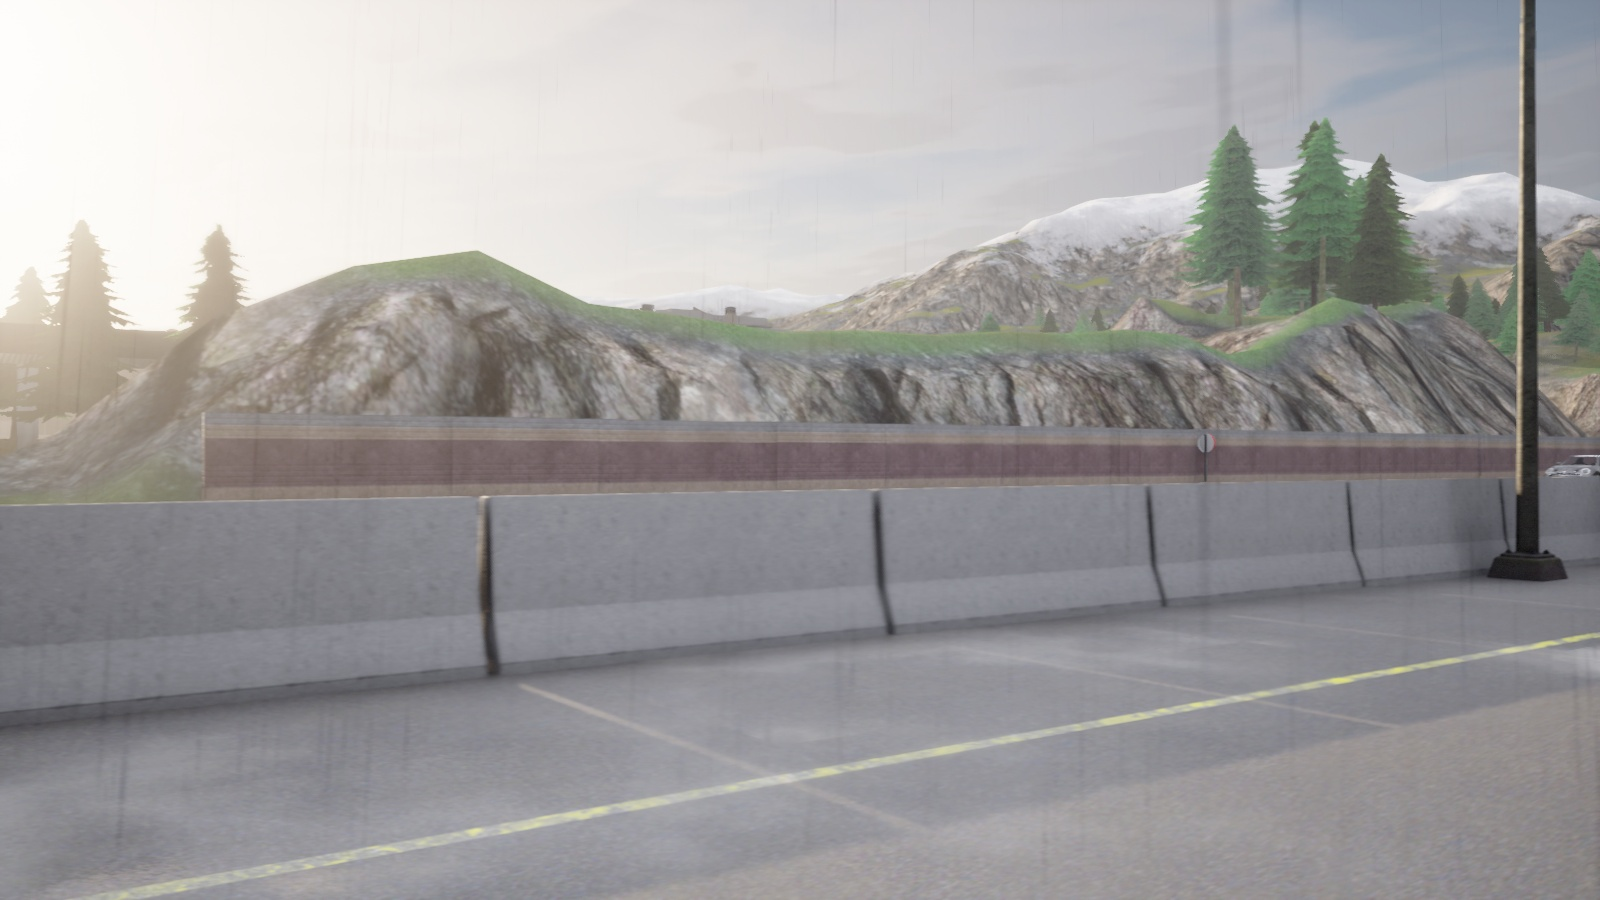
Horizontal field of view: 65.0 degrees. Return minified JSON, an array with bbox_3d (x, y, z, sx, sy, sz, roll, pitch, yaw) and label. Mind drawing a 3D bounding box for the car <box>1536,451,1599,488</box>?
[{"bbox_3d":[32.227,0.769,51.699,3.806,1.475,1.970,0,0,-36],"label":"car"}]
